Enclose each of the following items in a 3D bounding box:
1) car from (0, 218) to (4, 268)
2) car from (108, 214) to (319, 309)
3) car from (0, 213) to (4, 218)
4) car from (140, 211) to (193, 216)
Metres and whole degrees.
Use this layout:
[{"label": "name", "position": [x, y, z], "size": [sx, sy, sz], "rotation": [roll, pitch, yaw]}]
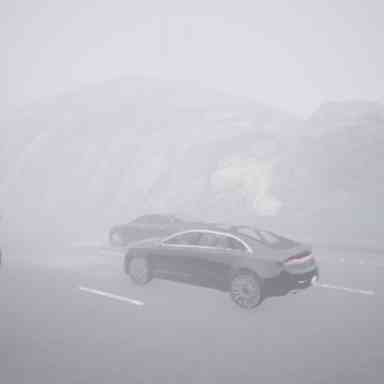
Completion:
[{"label": "car", "position": [-7.004, 1.538, 9.006], "size": [4.902, 1.511, 2.128], "rotation": [0, 0, 36]}, {"label": "car", "position": [0.424, 1.517, 7.956], "size": [4.902, 1.511, 2.128], "rotation": [0, 0, 36]}, {"label": "car", "position": [-15.442, 1.711, 23.675], "size": [4.718, 1.301, 1.895], "rotation": [0, 0, 36]}, {"label": "car", "position": [-1.360, 1.553, 13.566], "size": [4.892, 1.490, 1.837], "rotation": [0, 0, 36]}]
